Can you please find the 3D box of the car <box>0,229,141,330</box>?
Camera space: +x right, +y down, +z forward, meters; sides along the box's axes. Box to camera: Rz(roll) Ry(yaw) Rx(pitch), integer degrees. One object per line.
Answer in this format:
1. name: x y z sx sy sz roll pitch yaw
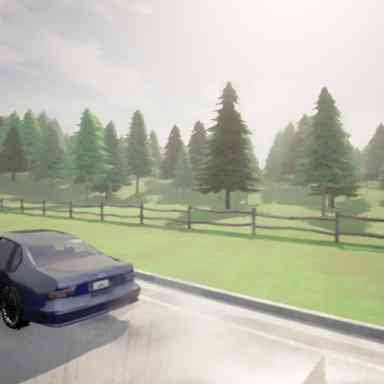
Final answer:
1. car: -3.412 1.507 6.883 5.357 1.411 2.033 1 0 39
